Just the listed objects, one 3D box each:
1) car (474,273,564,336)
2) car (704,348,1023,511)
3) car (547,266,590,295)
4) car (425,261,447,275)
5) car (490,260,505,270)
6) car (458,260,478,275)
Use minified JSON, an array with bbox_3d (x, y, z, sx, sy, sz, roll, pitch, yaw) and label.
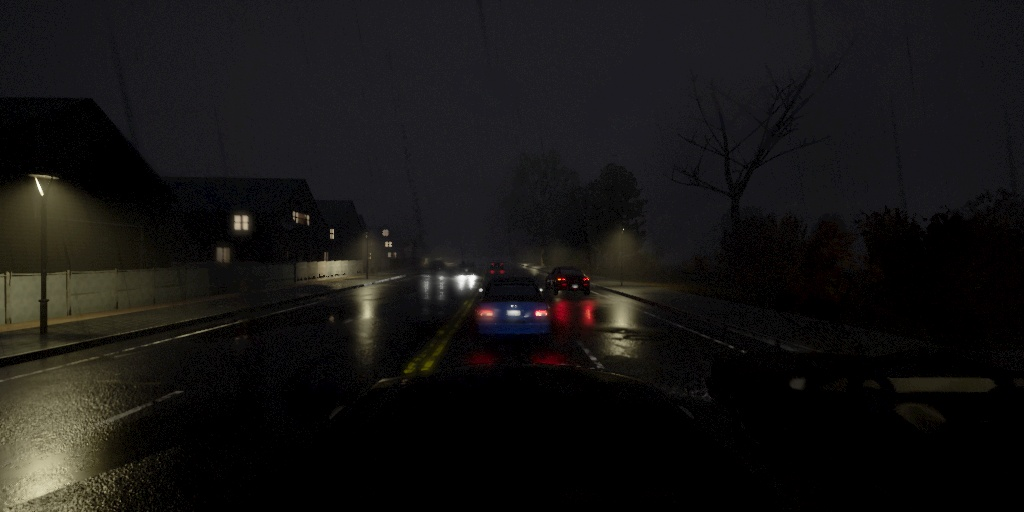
[{"bbox_3d":[-0.016,1.299,10.352,2.033,1.411,5.357,0,0,-1],"label":"car"},{"bbox_3d":[3.355,1.297,2.030,2.033,1.411,5.357,0,0,0],"label":"car"},{"bbox_3d":[2.953,1.279,19.529,1.812,1.442,4.674,0,0,-2],"label":"car"},{"bbox_3d":[-8.006,1.242,38.116,1.837,1.490,4.892,0,0,-4],"label":"car"},{"bbox_3d":[-2.188,1.262,51.724,1.812,1.442,4.674,0,0,-3],"label":"car"},{"bbox_3d":[-4.821,1.232,39.241,2.128,1.511,4.902,0,0,-4],"label":"car"}]
